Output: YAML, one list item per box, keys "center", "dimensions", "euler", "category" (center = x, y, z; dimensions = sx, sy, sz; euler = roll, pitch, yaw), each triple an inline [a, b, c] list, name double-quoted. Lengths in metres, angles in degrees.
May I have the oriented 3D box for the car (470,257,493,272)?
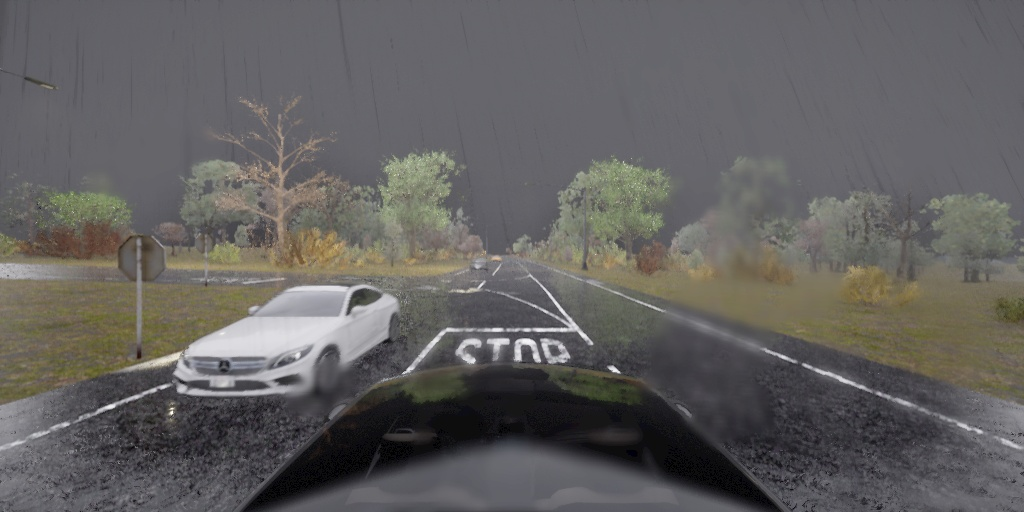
- center: [-3.559, 0.971, 39.792]
  dimensions: [2.128, 1.511, 4.902]
  euler: [0, 0, 0]
  category: "car"

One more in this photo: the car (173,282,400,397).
- center: [-3.499, 1.247, 6.659]
  dimensions: [1.812, 1.442, 4.674]
  euler: [0, 0, 0]
  category: "car"
